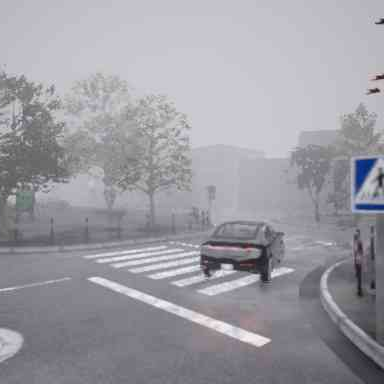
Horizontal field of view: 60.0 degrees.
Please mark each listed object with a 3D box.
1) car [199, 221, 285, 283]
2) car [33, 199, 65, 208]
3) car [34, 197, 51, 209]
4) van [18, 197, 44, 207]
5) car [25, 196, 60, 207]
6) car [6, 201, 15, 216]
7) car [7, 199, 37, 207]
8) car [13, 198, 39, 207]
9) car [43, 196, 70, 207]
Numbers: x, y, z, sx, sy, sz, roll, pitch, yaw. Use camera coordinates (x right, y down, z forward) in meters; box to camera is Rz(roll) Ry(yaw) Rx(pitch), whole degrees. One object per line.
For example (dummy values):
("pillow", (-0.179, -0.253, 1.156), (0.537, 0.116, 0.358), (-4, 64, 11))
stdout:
("car", (1.729, 1.661, 10.432), (2.128, 1.511, 4.902), (0, -1, 21))
("car", (-26.458, 2.049, 61.688), (2.097, 1.535, 5.008), (-2, -2, 45))
("car", (-25.236, 1.973, 54.458), (2.033, 1.411, 5.357), (1, -1, -37))
("van", (-32.977, 2.047, 68.055), (4.442, 1.987, 1.878), (1, -2, -45))
("car", (-28.544, 1.858, 63.735), (5.566, 2.045, 2.435), (1, -2, -45))
("car", (-19.594, 1.699, 35.068), (2.128, 1.511, 4.902), (0, 0, -7))
("car", (-36.959, 2.460, 72.481), (5.366, 1.575, 1.946), (1, -2, -45))
("car", (-35.057, 2.238, 70.265), (4.553, 1.767, 2.185), (1, -2, -45))
("car", (-24.328, 1.861, 59.530), (2.185, 1.767, 4.553), (-2, -2, 45))
